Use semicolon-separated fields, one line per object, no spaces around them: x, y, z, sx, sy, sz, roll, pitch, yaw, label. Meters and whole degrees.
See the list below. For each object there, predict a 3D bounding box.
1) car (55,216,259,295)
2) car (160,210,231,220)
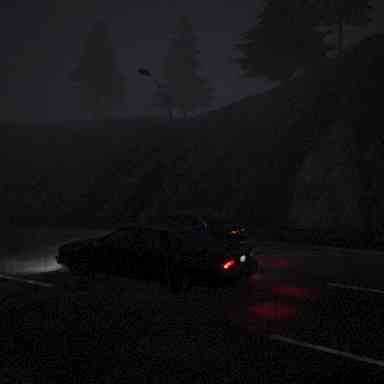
-1.065;1.497;8.527;5.357;1.411;2.033;0;0;30;car
-0.434;1.435;12.068;4.892;1.490;1.837;0;0;29;car
